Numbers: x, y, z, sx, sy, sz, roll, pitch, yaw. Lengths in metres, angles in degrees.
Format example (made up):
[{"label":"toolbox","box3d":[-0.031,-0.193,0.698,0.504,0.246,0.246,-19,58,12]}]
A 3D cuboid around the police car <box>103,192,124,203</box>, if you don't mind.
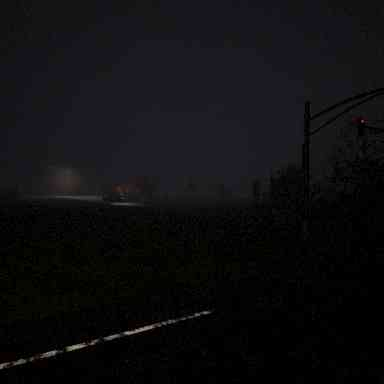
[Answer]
[{"label":"police car","box3d":[-11.780,0.822,49.809,2.038,1.542,4.974,1,0,-32]}]
